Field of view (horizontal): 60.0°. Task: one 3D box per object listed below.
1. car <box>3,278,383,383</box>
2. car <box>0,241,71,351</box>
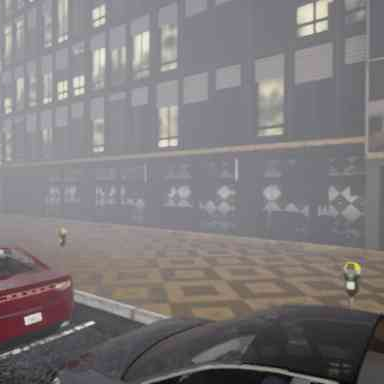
[{"bbox_3d":[0.755,1.562,2.333,4.313,1.339,1.947,0,0,35],"label":"car"},{"bbox_3d":[-3.884,1.506,5.641,4.507,1.381,1.887,0,0,35],"label":"car"}]
